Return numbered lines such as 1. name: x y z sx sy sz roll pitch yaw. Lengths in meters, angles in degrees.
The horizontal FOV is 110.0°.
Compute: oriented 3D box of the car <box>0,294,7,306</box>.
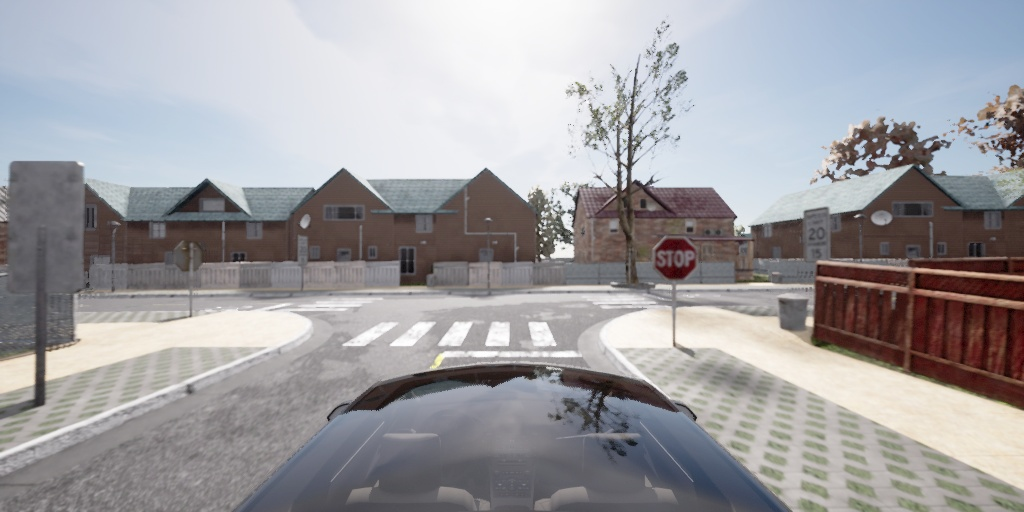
1. car: -22.287 1.384 13.519 4.674 1.442 1.812 0 -1 0
